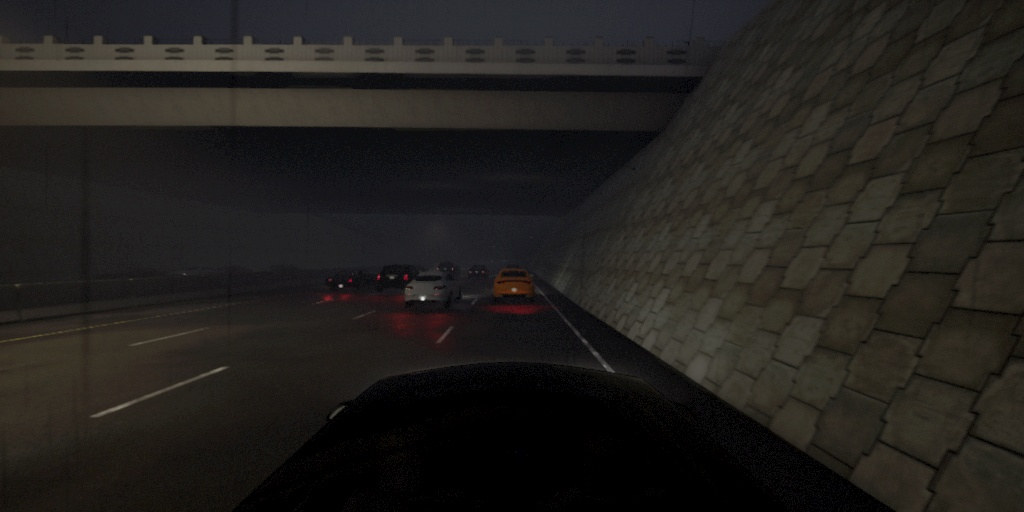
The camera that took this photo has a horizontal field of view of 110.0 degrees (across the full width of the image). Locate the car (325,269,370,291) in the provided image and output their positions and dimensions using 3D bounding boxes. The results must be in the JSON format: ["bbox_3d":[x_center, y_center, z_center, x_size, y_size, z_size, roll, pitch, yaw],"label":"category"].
[{"bbox_3d":[-10.406,1.548,23.994,1.895,1.301,4.718,0,-1,0],"label":"car"}]

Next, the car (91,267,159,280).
[{"bbox_3d":[-31.606,1.601,29.937,1.895,1.301,4.718,0,-1,0],"label":"car"}]

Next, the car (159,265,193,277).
[{"bbox_3d":[-28.105,1.543,31.976,1.812,1.442,4.674,0,0,0],"label":"car"}]

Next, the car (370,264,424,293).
[{"bbox_3d":[-6.905,1.288,22.732,2.097,1.767,4.553,0,-1,0],"label":"car"}]

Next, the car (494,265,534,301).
[{"bbox_3d":[0.096,1.376,18.444,1.882,1.535,5.008,0,0,0],"label":"car"}]

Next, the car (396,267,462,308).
[{"bbox_3d":[-3.417,1.402,16.017,1.812,1.442,4.674,0,-1,0],"label":"car"}]

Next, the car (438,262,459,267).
[{"bbox_3d":[-6.914,1.432,39.114,2.097,1.767,4.553,0,-1,0],"label":"car"}]

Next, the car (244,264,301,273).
[{"bbox_3d":[-21.106,1.513,32.379,2.128,1.511,4.902,0,-1,0],"label":"car"}]

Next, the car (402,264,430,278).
[{"bbox_3d":[-10.414,1.646,39.238,1.994,1.385,4.181,0,0,0],"label":"car"}]

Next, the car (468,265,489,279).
[{"bbox_3d":[-3.411,1.610,37.072,2.033,1.411,5.357,0,-1,0],"label":"car"}]

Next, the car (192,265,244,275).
[{"bbox_3d":[-24.605,1.536,31.140,1.812,1.442,4.674,0,-1,0],"label":"car"}]
